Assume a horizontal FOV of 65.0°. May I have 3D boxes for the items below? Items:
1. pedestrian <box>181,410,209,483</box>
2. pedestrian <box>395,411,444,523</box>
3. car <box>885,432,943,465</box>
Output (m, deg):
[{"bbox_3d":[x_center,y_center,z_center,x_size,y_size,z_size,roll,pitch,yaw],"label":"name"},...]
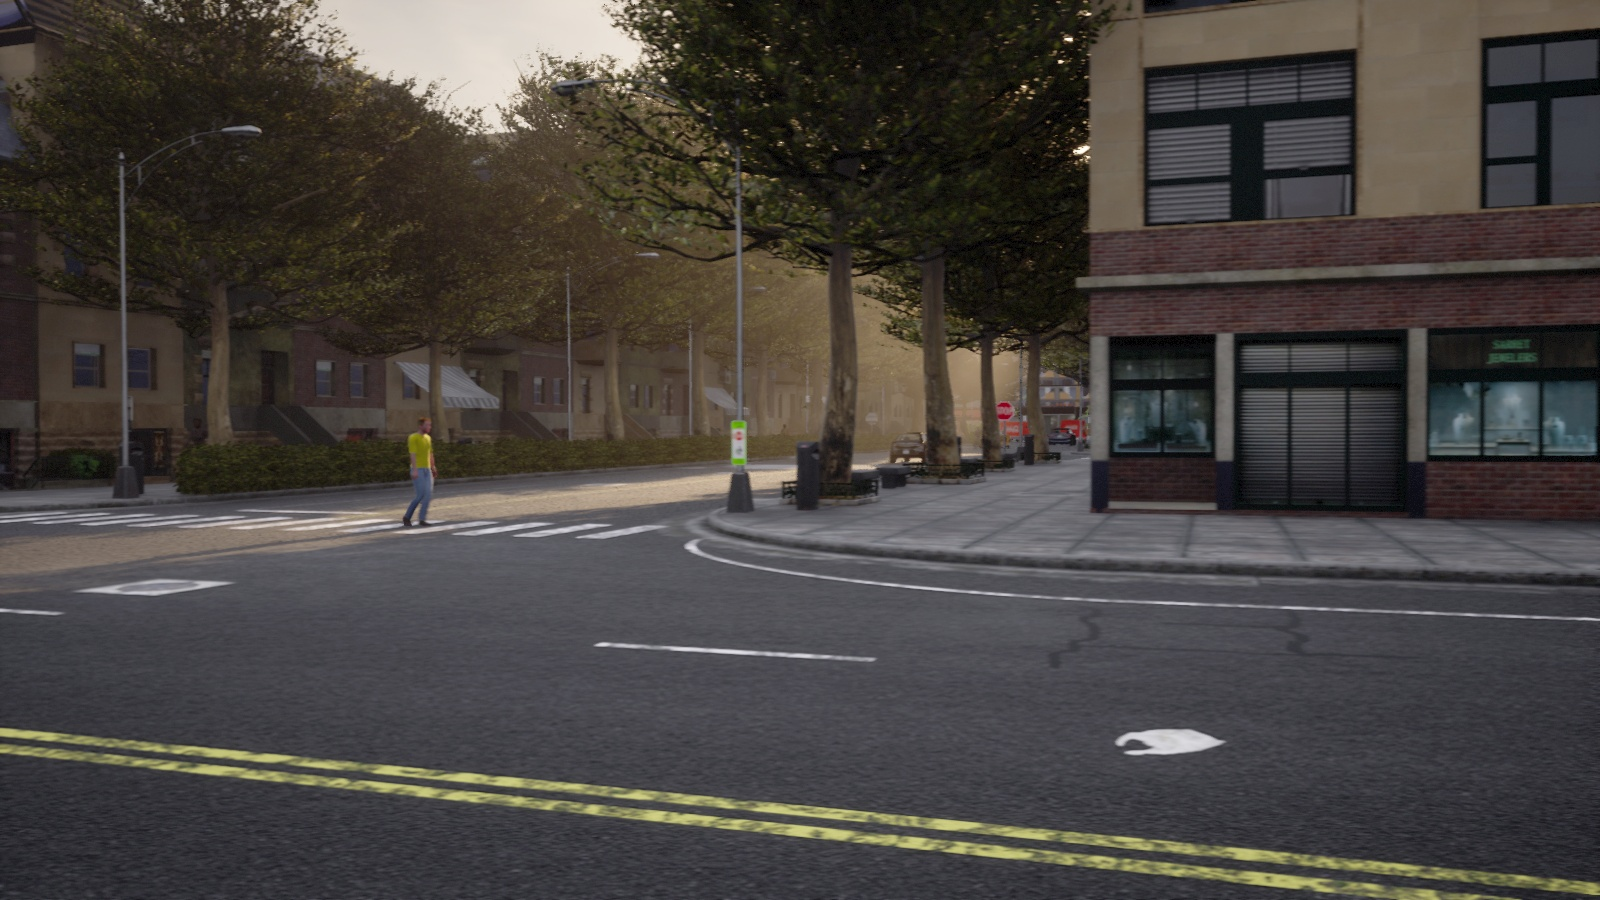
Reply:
[{"bbox_3d":[-15.585,-0.093,32.344,0.331,1.846,0.634,0,1,13],"label":"pedestrian"},{"bbox_3d":[-6.312,0.276,20.812,0.706,1.836,0.354,1,1,22],"label":"pedestrian"},{"bbox_3d":[5.438,-0.089,59.303,1.816,1.474,4.193,1,1,18],"label":"car"}]
